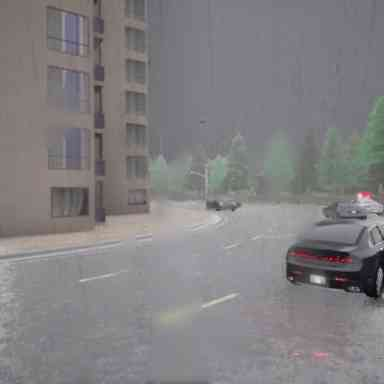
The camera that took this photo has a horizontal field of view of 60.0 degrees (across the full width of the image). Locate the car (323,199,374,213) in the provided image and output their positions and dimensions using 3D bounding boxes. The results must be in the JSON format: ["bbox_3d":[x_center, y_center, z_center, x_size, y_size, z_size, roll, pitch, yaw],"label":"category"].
[{"bbox_3d":[11.267,1.401,24.832,2.033,1.411,5.357,0,0,9],"label":"car"}]

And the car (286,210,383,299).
[{"bbox_3d":[4.059,1.456,8.502,1.837,1.490,4.892,0,1,40],"label":"car"}]

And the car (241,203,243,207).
[{"bbox_3d":[4.345,1.427,43.521,2.033,1.411,5.357,-1,0,-29],"label":"car"}]

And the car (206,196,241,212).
[{"bbox_3d":[3.190,1.253,37.175,2.097,1.767,4.553,-1,0,-20],"label":"car"}]

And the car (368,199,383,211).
[{"bbox_3d":[14.973,1.337,29.315,1.812,1.442,4.674,0,0,1],"label":"car"}]

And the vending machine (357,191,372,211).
[{"bbox_3d":[18.613,0.961,35.827,1.100,2.100,0.880,-1,0,-9],"label":"vending machine"}]
